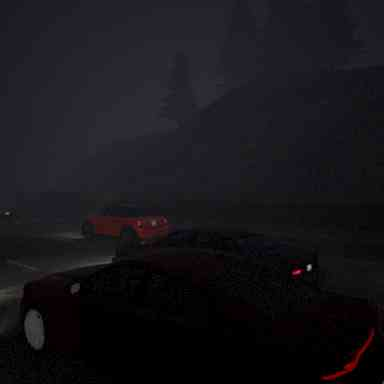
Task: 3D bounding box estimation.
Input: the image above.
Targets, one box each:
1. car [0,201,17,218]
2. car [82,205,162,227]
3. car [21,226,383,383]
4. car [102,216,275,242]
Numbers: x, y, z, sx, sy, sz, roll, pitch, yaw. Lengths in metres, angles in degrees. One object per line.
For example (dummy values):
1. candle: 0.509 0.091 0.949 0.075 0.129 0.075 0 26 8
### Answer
1. car: -16.864 1.560 29.467 1.812 1.442 4.674 0 0 -41
2. car: -3.269 1.377 15.774 4.553 1.767 2.097 0 0 40
3. car: -0.328 1.486 4.373 5.008 1.535 1.882 0 0 37
4. car: 0.369 1.564 8.200 5.357 1.411 2.033 0 0 38
